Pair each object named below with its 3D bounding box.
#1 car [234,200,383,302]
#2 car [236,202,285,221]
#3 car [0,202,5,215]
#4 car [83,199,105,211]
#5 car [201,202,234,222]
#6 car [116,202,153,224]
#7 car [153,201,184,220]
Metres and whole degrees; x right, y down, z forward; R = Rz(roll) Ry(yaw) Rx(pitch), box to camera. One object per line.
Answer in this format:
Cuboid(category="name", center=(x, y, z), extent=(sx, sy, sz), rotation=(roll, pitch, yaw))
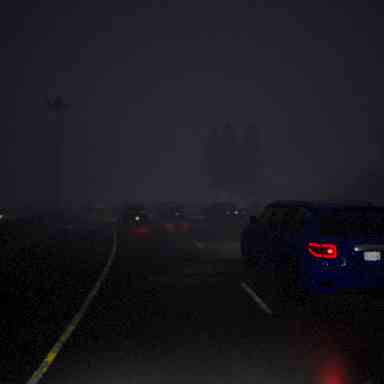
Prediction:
Cuboid(category="car", center=(2.866, 1.211, 8.473), extent=(2.150, 2.045, 5.566), rotation=(0, 0, -6))
Cuboid(category="car", center=(5.563, 1.580, 27.794), extent=(1.895, 1.301, 4.718), rotation=(0, 0, -18))
Cuboid(category="car", center=(-20.931, 1.620, 35.051), extent=(2.033, 1.411, 5.357), rotation=(0, 0, -30))
Cuboid(category="car", center=(-12.035, 1.566, 40.794), extent=(1.812, 1.442, 4.674), rotation=(0, 0, -30))
Cuboid(category="car", center=(2.391, 1.538, 26.476), extent=(2.033, 1.411, 5.357), rotation=(0, 0, -19))
Cuboid(category="car", center=(-4.486, 1.520, 24.787), extent=(1.837, 1.490, 4.892), rotation=(0, 0, -19))
Cuboid(category="car", center=(-2.030, 1.532, 28.255), extent=(1.812, 1.442, 4.674), rotation=(0, 0, -20))
